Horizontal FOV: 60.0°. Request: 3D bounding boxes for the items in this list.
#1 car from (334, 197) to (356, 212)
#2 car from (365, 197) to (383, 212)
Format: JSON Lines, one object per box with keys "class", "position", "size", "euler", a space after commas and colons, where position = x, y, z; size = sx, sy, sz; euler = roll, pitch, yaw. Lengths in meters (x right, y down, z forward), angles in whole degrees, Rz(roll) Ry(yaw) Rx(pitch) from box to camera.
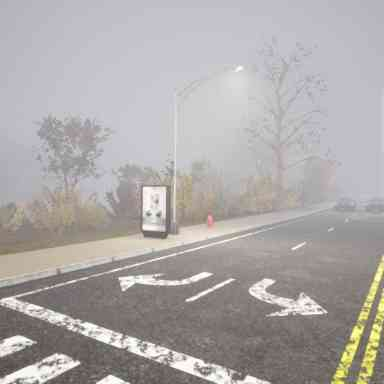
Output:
{"class": "car", "position": [18.438, 1.390, 39.950], "size": [2.097, 1.767, 4.553], "euler": [0, 0, 30]}
{"class": "car", "position": [21.253, 1.393, 38.326], "size": [2.097, 1.767, 4.553], "euler": [0, 0, 30]}
